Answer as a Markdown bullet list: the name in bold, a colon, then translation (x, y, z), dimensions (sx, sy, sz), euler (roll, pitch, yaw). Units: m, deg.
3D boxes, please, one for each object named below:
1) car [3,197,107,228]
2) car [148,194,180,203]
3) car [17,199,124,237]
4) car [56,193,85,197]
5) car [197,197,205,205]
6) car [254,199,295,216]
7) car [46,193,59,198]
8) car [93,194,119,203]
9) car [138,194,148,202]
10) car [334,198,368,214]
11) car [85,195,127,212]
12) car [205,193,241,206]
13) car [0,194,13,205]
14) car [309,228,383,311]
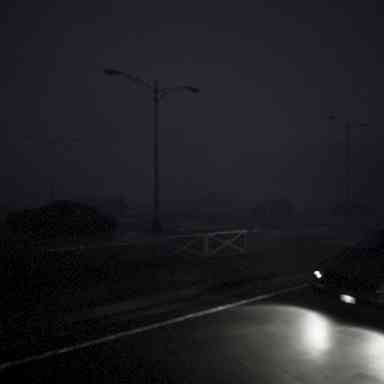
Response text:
- **car**: translation (-7.961, 1.323, 19.493), dimensions (5.027, 1.636, 2.152), euler (0, 0, -35)
- **car**: translation (-4.656, 1.105, 59.816), dimensions (5.027, 1.636, 2.152), euler (0, 0, -35)
- **car**: translation (-6.121, 1.332, 16.952), dimensions (4.514, 1.523, 2.007), euler (0, 0, -35)
- **car**: translation (-14.148, 1.278, 41.813), dimensions (4.514, 1.523, 2.007), euler (0, 0, -35)
- **car**: translation (2.674, 1.029, 49.330), dimensions (3.866, 1.878, 1.905), euler (0, 0, -35)
- **car**: translation (7.422, 1.348, 30.066), dimensions (3.806, 1.475, 1.970), euler (0, 0, -35)
- **car**: translation (-20.702, 1.076, 52.430), dimensions (4.605, 1.855, 1.932), euler (0, 0, -35)
- **car**: translation (-16.473, 1.261, 63.854), dimensions (4.514, 1.523, 2.007), euler (0, 0, -35)
- **car**: translation (-8.597, 1.184, 64.891), dimensions (3.806, 1.475, 1.970), euler (0, 0, -35)
- **car**: translation (15.212, 1.326, 31.875), dimensions (3.633, 1.501, 1.845), euler (0, 0, -35)
- **car**: translation (-8.458, 1.300, 33.598), dimensions (3.633, 1.501, 1.845), euler (0, 0, -35)
- **car**: translation (4.677, 1.049, 47.185), dimensions (4.605, 1.855, 1.932), euler (0, 0, -35)
- **car**: translation (-27.629, 1.352, 47.541), dimensions (3.806, 1.475, 1.970), euler (0, 0, -35)
- **car**: translation (4.975, 1.535, 7.546), dimensions (5.357, 1.411, 2.033), euler (0, 0, -36)
